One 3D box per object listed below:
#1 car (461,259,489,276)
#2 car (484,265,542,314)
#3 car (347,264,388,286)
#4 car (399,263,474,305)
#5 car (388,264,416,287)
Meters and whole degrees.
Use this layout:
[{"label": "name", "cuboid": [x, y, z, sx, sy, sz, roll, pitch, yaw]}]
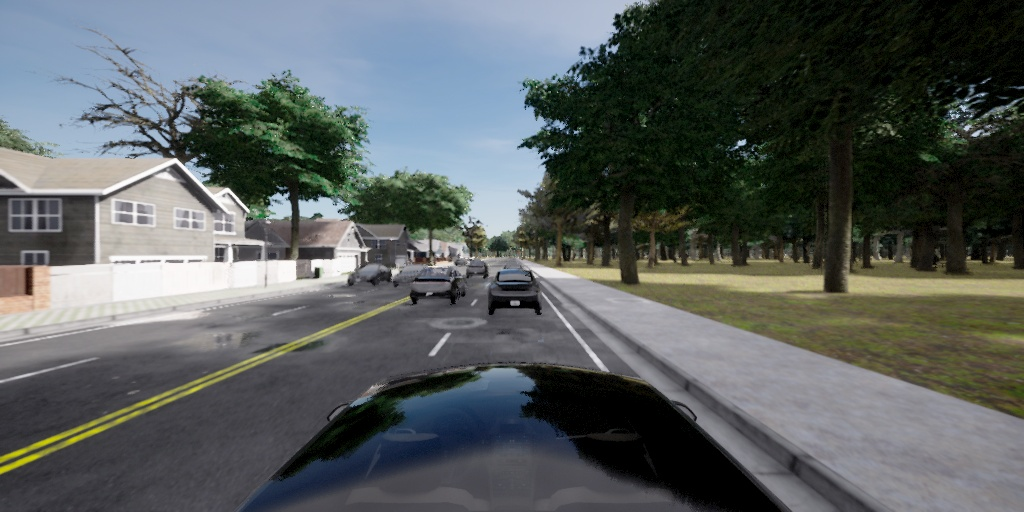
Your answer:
[{"label": "car", "cuboid": [-3.158, 1.250, 33.538, 2.128, 1.511, 4.902, 0, 0, 0]}, {"label": "car", "cuboid": [0.098, 1.259, 13.890, 1.837, 1.490, 4.892, 0, 0, 0]}, {"label": "car", "cuboid": [-9.855, 1.283, 25.272, 1.812, 1.442, 4.674, 0, 0, 0]}, {"label": "car", "cuboid": [-3.153, 1.246, 16.085, 2.128, 1.511, 4.902, 0, 0, 0]}, {"label": "car", "cuboid": [-6.605, 1.283, 24.442, 1.812, 1.442, 4.674, 0, 0, 0]}]
